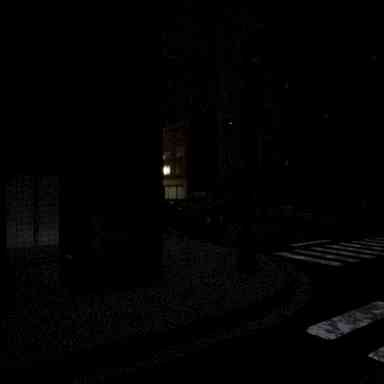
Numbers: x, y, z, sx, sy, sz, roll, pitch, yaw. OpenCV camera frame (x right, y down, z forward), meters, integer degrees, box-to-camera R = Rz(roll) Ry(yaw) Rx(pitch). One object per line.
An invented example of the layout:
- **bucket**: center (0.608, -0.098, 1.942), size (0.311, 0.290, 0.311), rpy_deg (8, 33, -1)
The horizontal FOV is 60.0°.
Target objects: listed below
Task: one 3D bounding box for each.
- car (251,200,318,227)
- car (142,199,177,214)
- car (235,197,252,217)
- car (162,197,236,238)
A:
- **car**: center (6.162, 1.529, 22.694), size (1.752, 1.417, 4.829), rpy_deg (0, 0, -35)
- **car**: center (-3.611, 1.529, 36.441), size (1.887, 1.381, 4.507), rpy_deg (0, 0, -35)
- **car**: center (2.971, 1.312, 27.184), size (2.192, 1.841, 5.009), rpy_deg (0, 0, -35)
- **car**: center (-0.284, 1.284, 17.912), size (2.192, 1.841, 5.009), rpy_deg (0, 0, -35)
